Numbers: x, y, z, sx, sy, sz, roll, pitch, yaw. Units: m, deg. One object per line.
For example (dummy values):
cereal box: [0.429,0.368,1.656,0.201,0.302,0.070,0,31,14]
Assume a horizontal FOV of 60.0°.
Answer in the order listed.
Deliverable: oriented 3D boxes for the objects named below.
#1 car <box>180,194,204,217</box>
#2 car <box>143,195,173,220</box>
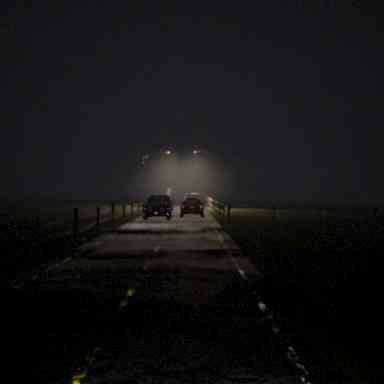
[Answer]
car: [0.012,1.310,30.525,2.097,1.767,4.553,0,0,0]
car: [-2.743,1.243,27.958,2.150,2.045,5.566,0,0,0]
